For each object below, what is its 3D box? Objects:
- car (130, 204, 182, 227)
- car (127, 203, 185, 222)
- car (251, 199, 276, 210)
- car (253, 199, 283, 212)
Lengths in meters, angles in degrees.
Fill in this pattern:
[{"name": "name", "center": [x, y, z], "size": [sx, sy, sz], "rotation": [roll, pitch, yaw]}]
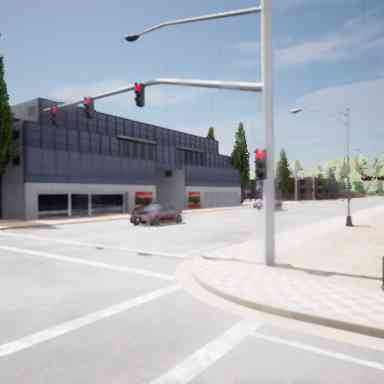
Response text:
[{"name": "car", "center": [-2.581, 1.727, 24.467], "size": [1.994, 1.385, 4.181], "rotation": [-1, 0, 36]}, {"name": "car", "center": [-3.077, 1.746, 29.780], "size": [2.033, 1.411, 5.357], "rotation": [-1, 0, 36]}, {"name": "car", "center": [10.527, 1.763, 48.635], "size": [1.994, 1.385, 4.181], "rotation": [-1, -1, 36]}, {"name": "car", "center": [9.736, 1.641, 41.590], "size": [1.882, 1.535, 5.008], "rotation": [-1, 0, 36]}]
